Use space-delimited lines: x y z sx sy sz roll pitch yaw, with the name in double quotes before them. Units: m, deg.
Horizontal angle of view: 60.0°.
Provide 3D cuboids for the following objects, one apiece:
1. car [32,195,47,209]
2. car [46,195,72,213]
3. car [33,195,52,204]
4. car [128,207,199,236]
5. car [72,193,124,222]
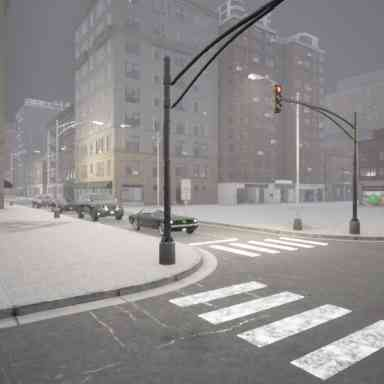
"car" -19.077 1.140 42.648 2.097 1.767 4.553 0 0 -35
"car" -13.175 1.311 34.312 1.882 1.535 5.008 0 0 -36
"car" -25.423 1.270 56.545 2.033 1.411 5.357 0 0 -35
"car" -1.661 1.527 18.151 1.895 1.301 4.718 0 0 -36
"car" -7.304 1.102 26.054 2.150 2.045 5.566 0 0 -35
